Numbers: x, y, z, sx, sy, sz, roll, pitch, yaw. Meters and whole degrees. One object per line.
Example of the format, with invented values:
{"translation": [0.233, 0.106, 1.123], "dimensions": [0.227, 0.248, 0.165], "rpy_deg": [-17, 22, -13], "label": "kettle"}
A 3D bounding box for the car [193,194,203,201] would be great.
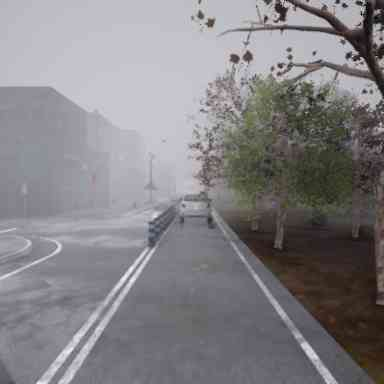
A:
{"translation": [1.149, 0.990, 65.364], "dimensions": [1.895, 1.301, 4.718], "rpy_deg": [0, 1, 1], "label": "car"}

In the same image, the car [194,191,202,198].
{"translation": [1.402, 0.610, 75.333], "dimensions": [1.837, 1.490, 4.892], "rpy_deg": [0, 1, 1], "label": "car"}

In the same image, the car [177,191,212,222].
{"translation": [0.295, 1.049, 24.602], "dimensions": [2.150, 2.045, 5.566], "rpy_deg": [0, 0, 1], "label": "car"}

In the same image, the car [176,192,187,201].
{"translation": [-2.064, 0.843, 66.943], "dimensions": [1.882, 1.535, 5.008], "rpy_deg": [0, 2, 2], "label": "car"}

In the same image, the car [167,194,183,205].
{"translation": [-2.562, 1.101, 51.119], "dimensions": [2.033, 1.411, 5.357], "rpy_deg": [0, 1, 2], "label": "car"}

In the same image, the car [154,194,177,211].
{"translation": [-2.958, 1.249, 35.596], "dimensions": [1.812, 1.442, 4.674], "rpy_deg": [0, 1, 1], "label": "car"}
